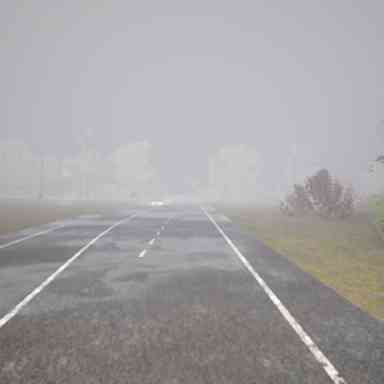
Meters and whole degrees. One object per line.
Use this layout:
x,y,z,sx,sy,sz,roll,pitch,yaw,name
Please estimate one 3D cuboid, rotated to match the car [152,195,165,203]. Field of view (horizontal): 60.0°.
-7.367,1.652,70.546,1.895,1.301,4.718,0,0,0,car
